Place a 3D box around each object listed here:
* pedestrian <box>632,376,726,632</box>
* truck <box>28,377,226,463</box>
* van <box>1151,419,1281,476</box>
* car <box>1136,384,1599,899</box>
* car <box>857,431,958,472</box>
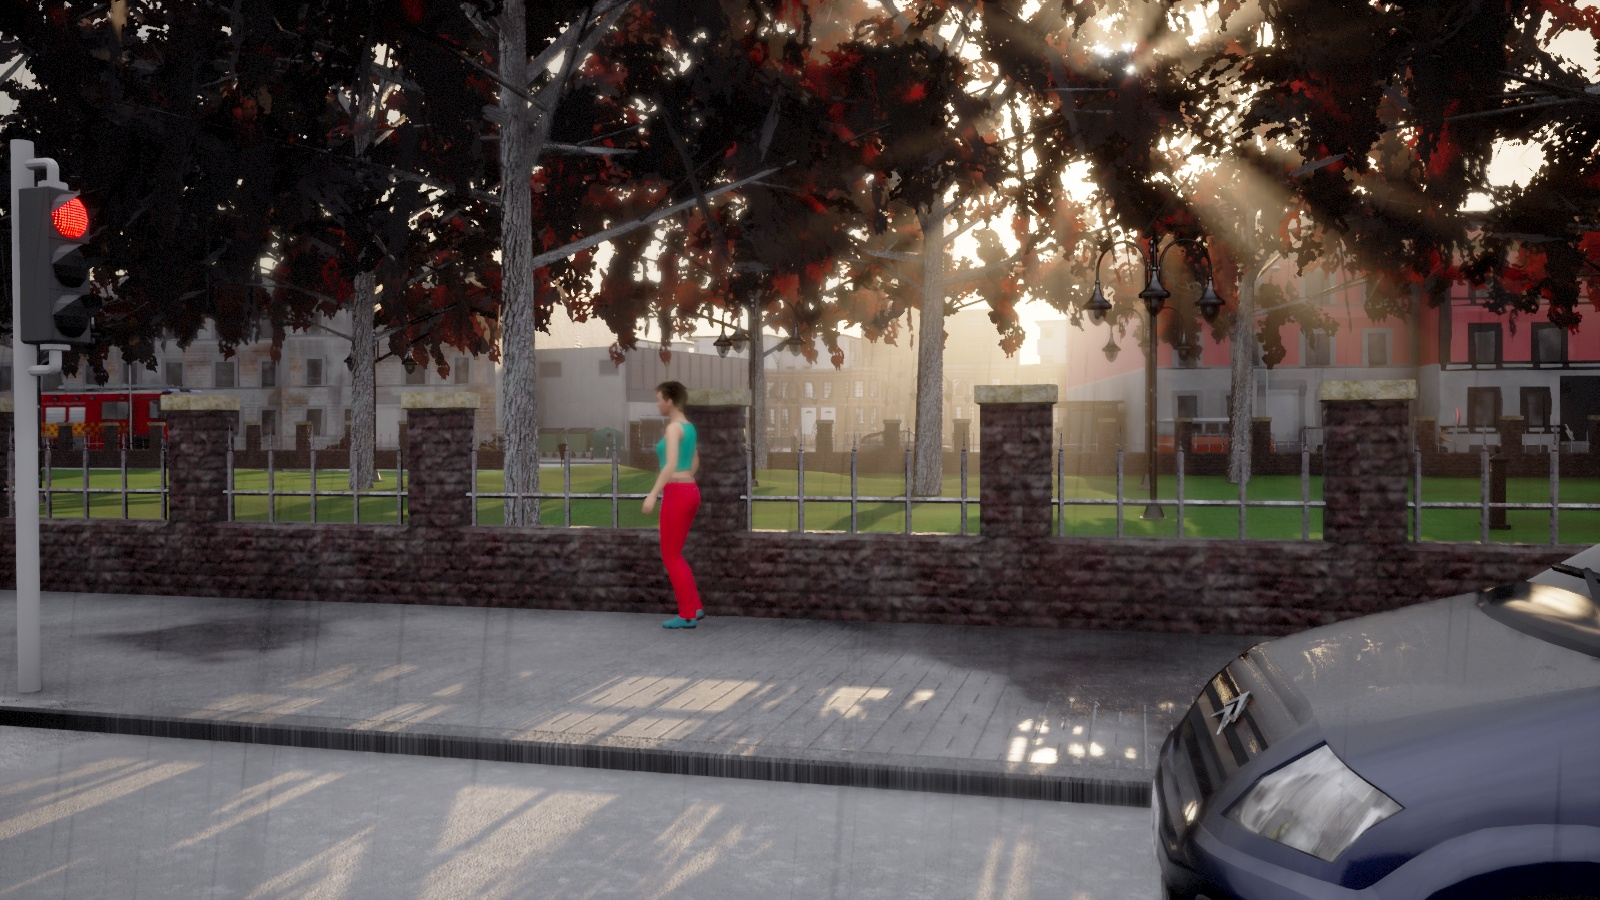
[{"bbox_3d":[-0.889,0.385,9.263,0.594,1.836,0.345,1,1,18],"label":"pedestrian"},{"bbox_3d":[-31.468,-1.398,58.791,8.468,3.827,2.891,0,1,15],"label":"truck"},{"bbox_3d":[15.253,-0.108,46.301,4.442,1.987,1.775,1,1,15],"label":"van"},{"bbox_3d":[2.850,0.691,2.798,3.988,1.617,1.851,0,1,13],"label":"car"},{"bbox_3d":[4.240,0.032,49.257,3.705,1.549,1.789,0,1,15],"label":"car"}]
